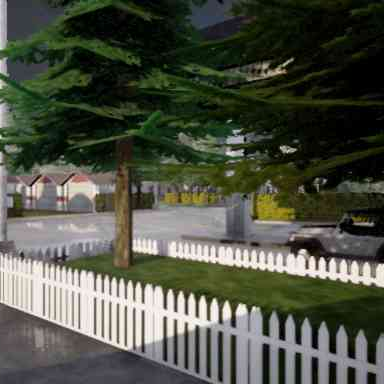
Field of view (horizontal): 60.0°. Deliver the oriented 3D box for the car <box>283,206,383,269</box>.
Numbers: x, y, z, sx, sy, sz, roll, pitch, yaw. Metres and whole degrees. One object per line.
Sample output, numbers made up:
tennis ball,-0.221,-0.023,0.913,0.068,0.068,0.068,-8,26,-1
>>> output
car,4.818,1.312,9.680,3.866,1.878,1.905,0,0,35
